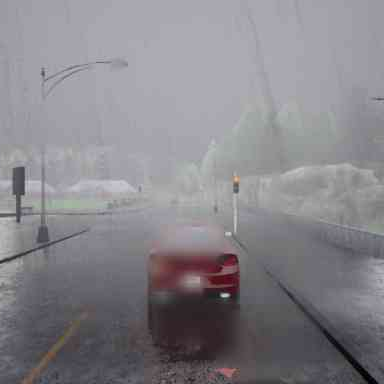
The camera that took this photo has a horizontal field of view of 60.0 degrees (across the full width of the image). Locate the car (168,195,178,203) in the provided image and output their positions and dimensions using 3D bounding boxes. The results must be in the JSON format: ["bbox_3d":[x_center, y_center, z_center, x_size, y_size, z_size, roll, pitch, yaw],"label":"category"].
[{"bbox_3d":[-4.050,1.500,70.865,1.837,1.490,4.892,0,0,0],"label":"car"}]

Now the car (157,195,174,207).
[{"bbox_3d":[-4.130,1.526,50.781,1.812,1.442,4.674,0,0,0],"label":"car"}]

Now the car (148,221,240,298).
[{"bbox_3d":[0.053,1.478,8.550,1.882,1.535,5.008,0,0,0],"label":"car"}]

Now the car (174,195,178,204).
[{"bbox_3d":[-4.123,1.526,60.699,1.812,1.442,4.674,0,0,1],"label":"car"}]
